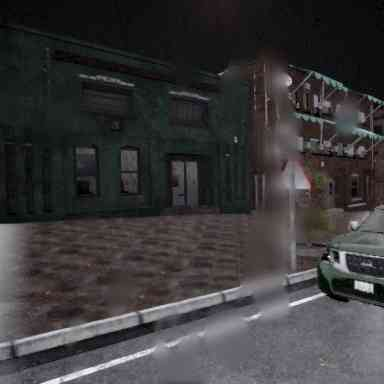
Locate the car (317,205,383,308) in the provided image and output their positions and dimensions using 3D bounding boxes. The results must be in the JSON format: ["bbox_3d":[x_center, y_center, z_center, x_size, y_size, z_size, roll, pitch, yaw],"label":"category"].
[{"bbox_3d":[5.026,1.238,7.232,5.566,2.045,2.150,1,0,-38],"label":"car"}]
